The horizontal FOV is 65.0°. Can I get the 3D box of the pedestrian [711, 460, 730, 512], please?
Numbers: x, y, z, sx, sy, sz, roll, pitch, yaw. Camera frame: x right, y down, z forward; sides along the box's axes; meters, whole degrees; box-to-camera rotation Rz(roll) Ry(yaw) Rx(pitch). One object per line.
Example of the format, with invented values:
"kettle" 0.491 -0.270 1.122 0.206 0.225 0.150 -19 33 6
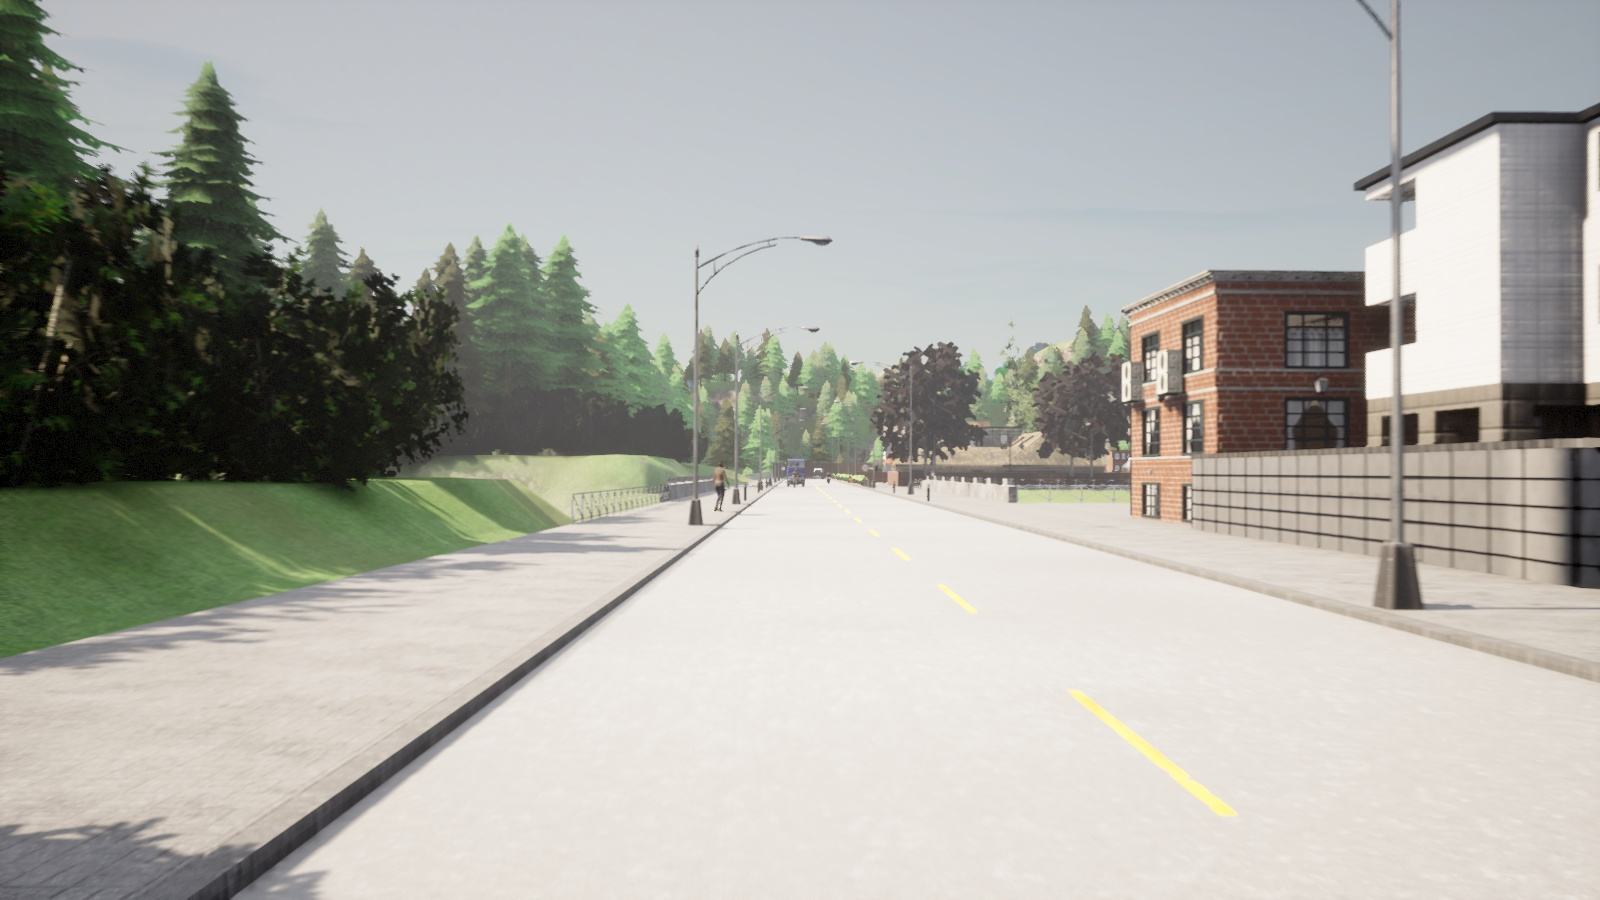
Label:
"pedestrian" -2.804 1.276 44.390 0.328 1.805 0.869 -1 -1 23
